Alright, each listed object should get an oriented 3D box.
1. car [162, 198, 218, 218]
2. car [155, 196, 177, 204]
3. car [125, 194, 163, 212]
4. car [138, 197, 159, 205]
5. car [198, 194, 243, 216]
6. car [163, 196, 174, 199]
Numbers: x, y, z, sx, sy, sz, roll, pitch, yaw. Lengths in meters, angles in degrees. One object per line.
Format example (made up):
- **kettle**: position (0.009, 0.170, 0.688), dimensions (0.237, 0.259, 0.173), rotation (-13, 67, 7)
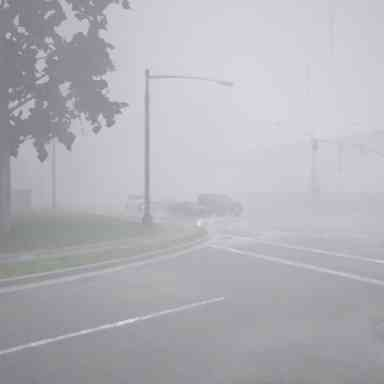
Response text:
- **car**: position (-0.348, 1.538, 30.445), dimensions (2.033, 1.411, 5.357), rotation (0, 0, -34)
- **car**: position (-4.848, 1.461, 62.444), dimensions (1.882, 1.535, 5.008), rotation (0, 0, -34)
- **car**: position (-5.951, 1.213, 38.813), dimensions (2.150, 2.045, 5.566), rotation (0, 0, -34)
- **car**: position (-8.028, 1.587, 60.901), dimensions (1.895, 1.301, 4.718), rotation (0, 0, -34)
- **car**: position (2.529, 1.209, 32.434), dimensions (2.150, 2.045, 5.566), rotation (0, 0, -34)
- **car**: position (-2.688, 1.553, 40.229), dimensions (1.994, 1.385, 4.181), rotation (0, 0, -34)
